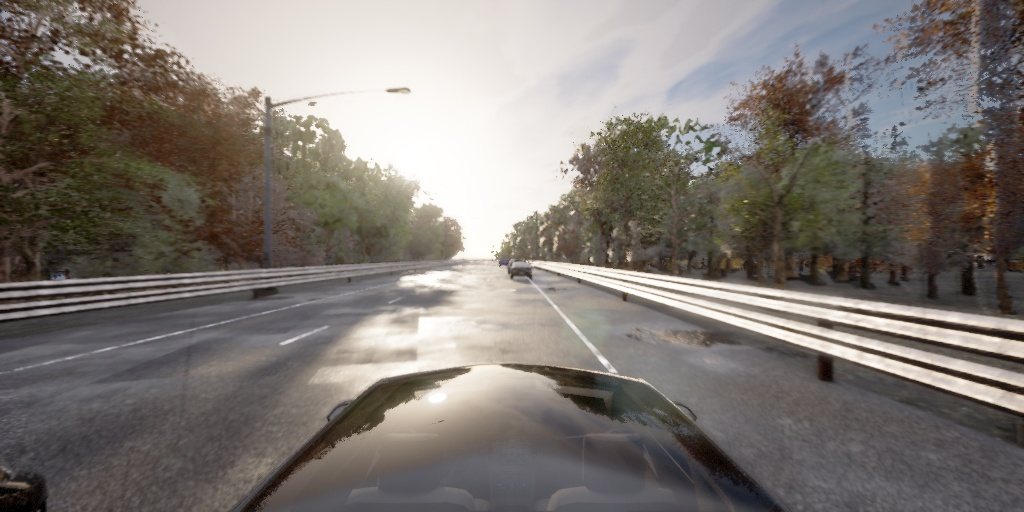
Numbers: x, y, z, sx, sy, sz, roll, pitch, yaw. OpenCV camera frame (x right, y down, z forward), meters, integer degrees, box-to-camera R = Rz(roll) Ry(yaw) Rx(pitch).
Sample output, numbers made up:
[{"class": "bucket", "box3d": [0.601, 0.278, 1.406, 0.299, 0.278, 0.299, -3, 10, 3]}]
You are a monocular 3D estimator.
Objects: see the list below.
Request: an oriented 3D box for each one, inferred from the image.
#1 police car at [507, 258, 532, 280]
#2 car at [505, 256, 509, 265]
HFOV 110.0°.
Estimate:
[{"class": "police car", "box3d": [0.761, 1.220, 32.377, 1.930, 1.638, 5.238, 0, 0, -1]}, {"class": "car", "box3d": [0.534, 1.176, 42.299, 2.097, 1.767, 4.553, 0, 0, -1]}]
